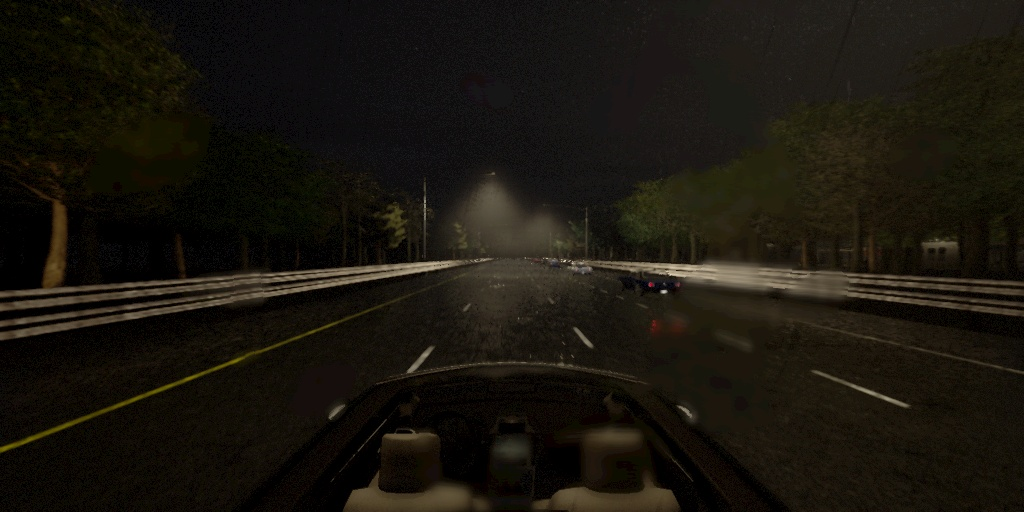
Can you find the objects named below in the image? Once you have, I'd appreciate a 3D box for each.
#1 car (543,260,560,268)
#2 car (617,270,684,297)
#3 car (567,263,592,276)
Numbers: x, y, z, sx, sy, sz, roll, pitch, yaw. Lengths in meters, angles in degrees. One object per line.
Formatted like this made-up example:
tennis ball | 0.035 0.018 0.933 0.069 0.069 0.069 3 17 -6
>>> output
car | 7.096 1.360 61.611 2.033 1.411 5.357 0 0 0
car | 6.991 1.363 18.717 1.895 1.301 4.718 0 0 0
car | 7.015 1.386 37.632 1.895 1.301 4.718 0 0 0
